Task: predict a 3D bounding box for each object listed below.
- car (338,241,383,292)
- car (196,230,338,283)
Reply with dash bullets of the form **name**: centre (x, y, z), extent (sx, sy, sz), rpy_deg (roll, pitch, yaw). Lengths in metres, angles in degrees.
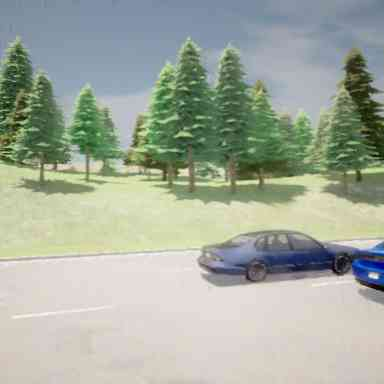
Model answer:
- **car**: centre (6.420, 1.714, 8.247), extent (5.008, 1.535, 1.882), rpy_deg (0, -2, -18)
- **car**: centre (2.857, 1.936, 10.756), extent (5.357, 1.411, 2.033), rpy_deg (0, -2, -18)
